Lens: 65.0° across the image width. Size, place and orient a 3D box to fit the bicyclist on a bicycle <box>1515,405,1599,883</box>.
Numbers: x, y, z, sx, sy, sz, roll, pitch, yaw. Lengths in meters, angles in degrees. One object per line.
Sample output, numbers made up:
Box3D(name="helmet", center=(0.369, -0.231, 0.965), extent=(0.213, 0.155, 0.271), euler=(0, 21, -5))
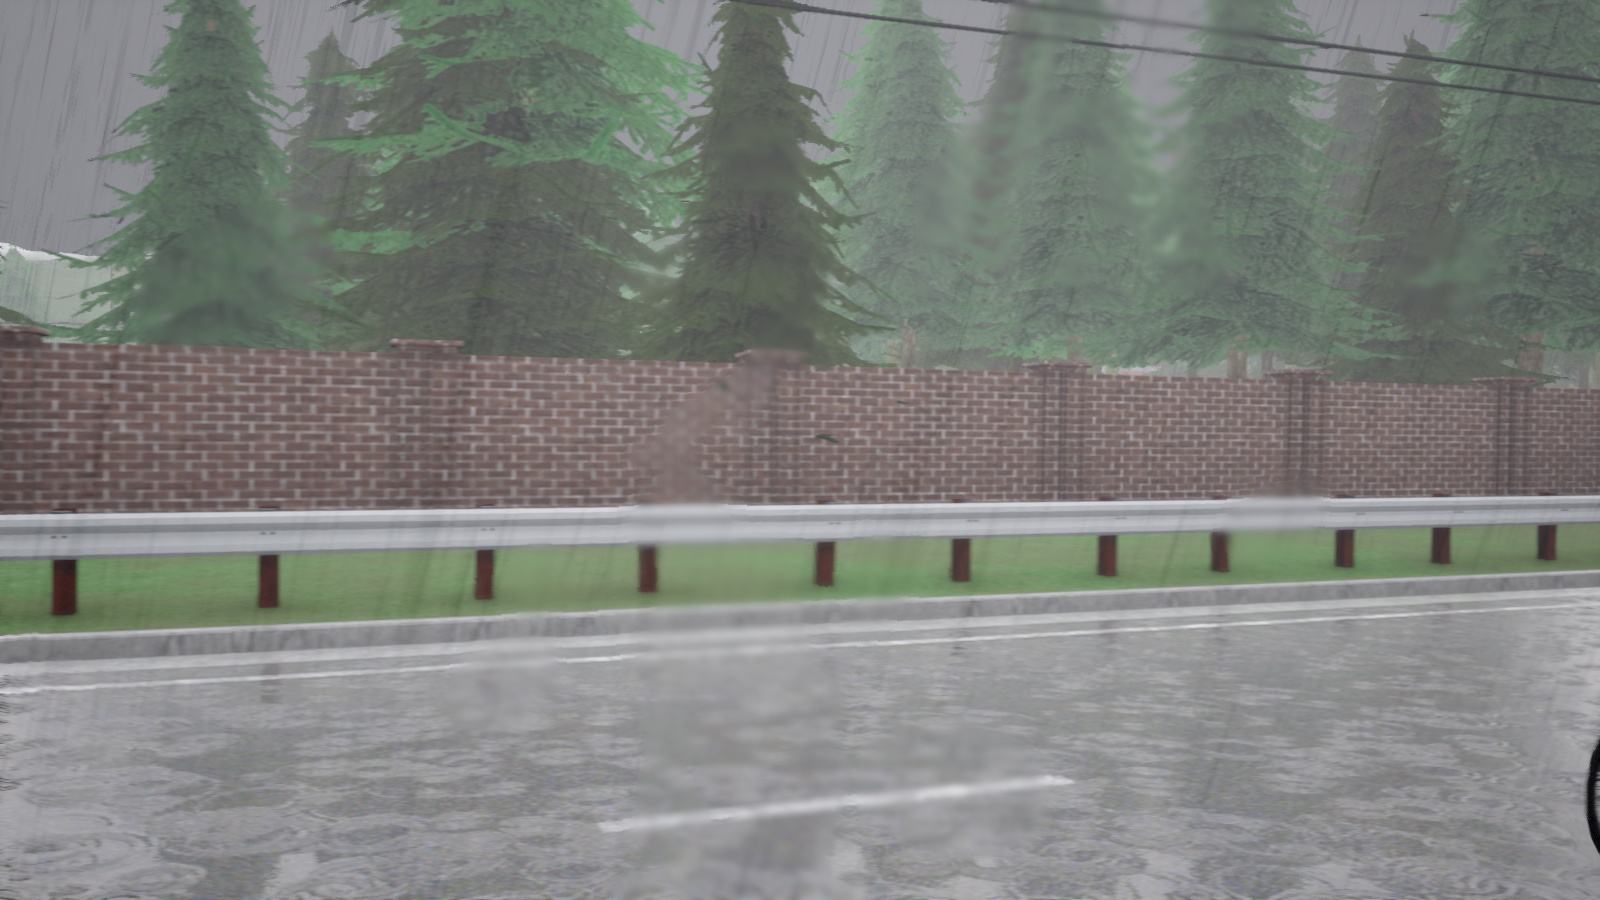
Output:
Box3D(name="bicyclist on a bicycle", center=(3.461, 0.639, 4.553), extent=(1.656, 1.620, 0.582), euler=(-1, 1, -21))
